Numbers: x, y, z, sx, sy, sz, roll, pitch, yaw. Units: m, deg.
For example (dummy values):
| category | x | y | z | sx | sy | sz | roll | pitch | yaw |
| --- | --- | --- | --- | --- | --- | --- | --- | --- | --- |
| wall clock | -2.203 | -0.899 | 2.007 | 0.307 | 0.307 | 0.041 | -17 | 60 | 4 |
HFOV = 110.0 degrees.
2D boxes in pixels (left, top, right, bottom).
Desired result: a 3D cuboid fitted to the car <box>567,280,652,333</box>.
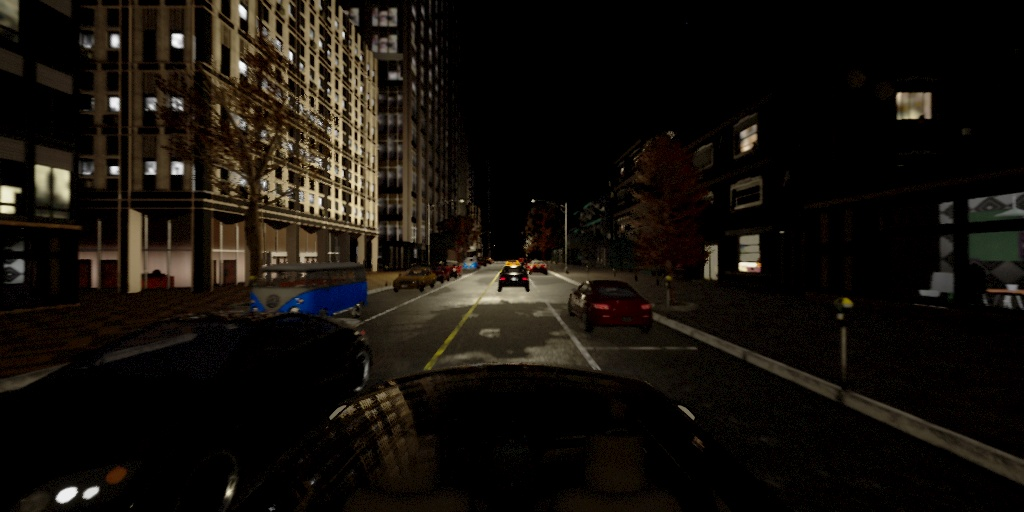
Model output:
| category | x | y | z | sx | sy | sz | roll | pitch | yaw |
| --- | --- | --- | --- | --- | --- | --- | --- | --- | --- |
| car | 2.690 | 1.335 | 10.480 | 1.802 | 1.307 | 4.207 | 0 | 0 | 0 |

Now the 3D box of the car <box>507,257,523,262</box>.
| category | x | y | z | sx | sy | sz | roll | pitch | yaw |
| --- | --- | --- | --- | --- | --- | --- | --- | --- | --- |
| car | 0.095 | 1.255 | 48.549 | 1.882 | 1.535 | 5.008 | 0 | 0 | 0 |

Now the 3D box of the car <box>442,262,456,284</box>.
| category | x | y | z | sx | sy | sz | roll | pitch | yaw |
| --- | --- | --- | --- | --- | --- | --- | --- | --- | --- |
| car | -5.693 | 1.343 | 27.091 | 1.802 | 1.307 | 4.207 | 0 | 0 | 0 |

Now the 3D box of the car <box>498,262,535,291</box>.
| category | x | y | z | sx | sy | sz | roll | pitch | yaw |
| --- | --- | --- | --- | --- | --- | --- | --- | --- | --- |
| car | 0.098 | 1.305 | 22.039 | 2.033 | 1.411 | 5.357 | 0 | 0 | 0 |

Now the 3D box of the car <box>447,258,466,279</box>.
| category | x | y | z | sx | sy | sz | roll | pitch | yaw |
| --- | --- | --- | --- | --- | --- | --- | --- | --- | --- |
| car | -5.693 | 1.205 | 32.629 | 1.967 | 1.591 | 4.097 | 0 | 0 | 0 |

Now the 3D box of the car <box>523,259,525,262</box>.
| category | x | y | z | sx | sy | sz | roll | pitch | yaw |
| --- | --- | --- | --- | --- | --- | --- | --- | --- | --- |
| car | 2.686 | 1.355 | 43.701 | 1.802 | 1.307 | 4.207 | 0 | 0 | 0 |

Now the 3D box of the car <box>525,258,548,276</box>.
| category | x | y | z | sx | sy | sz | roll | pitch | yaw |
| --- | --- | --- | --- | --- | --- | --- | --- | --- | --- |
| car | 2.687 | 1.208 | 38.164 | 1.967 | 1.591 | 4.097 | 0 | 0 | 0 |

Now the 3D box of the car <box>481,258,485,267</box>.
| category | x | y | z | sx | sy | sz | roll | pitch | yaw |
| --- | --- | --- | --- | --- | --- | --- | --- | --- | --- |
| car | -5.696 | 1.328 | 54.776 | 1.888 | 1.381 | 4.507 | 0 | 0 | 0 |

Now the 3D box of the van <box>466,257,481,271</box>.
| category | x | y | z | sx | sy | sz | roll | pitch | yaw |
| --- | --- | --- | --- | --- | --- | --- | --- | --- | --- |
| van | -5.696 | 1.119 | 49.239 | 1.690 | 1.789 | 3.998 | 0 | 0 | 0 |

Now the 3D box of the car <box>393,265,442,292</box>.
| category | x | y | z | sx | sy | sz | roll | pitch | yaw |
| --- | --- | --- | --- | --- | --- | --- | --- | --- | --- |
| car | -5.692 | 1.283 | 21.385 | 1.751 | 1.417 | 4.829 | 0 | 0 | 0 |

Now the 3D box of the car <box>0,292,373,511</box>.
| category | x | y | z | sx | sy | sz | roll | pitch | yaw |
| --- | --- | --- | --- | --- | --- | --- | --- | --- | --- |
| car | -3.097 | 1.315 | 3.742 | 1.994 | 1.385 | 4.181 | 0 | 0 | 0 |

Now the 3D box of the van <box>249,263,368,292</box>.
| category | x | y | z | sx | sy | sz | roll | pitch | yaw |
| --- | --- | --- | --- | --- | --- | --- | --- | --- | --- |
| van | -5.691 | 1.093 | 10.481 | 1.690 | 1.789 | 3.998 | 0 | 0 | 0 |

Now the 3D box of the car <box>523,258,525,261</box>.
| category | x | y | z | sx | sy | sz | roll | pitch | yaw |
| --- | --- | --- | --- | --- | --- | --- | --- | --- | --- |
| car | 2.686 | 1.323 | 49.239 | 1.888 | 1.381 | 4.507 | 0 | 0 | 0 |
